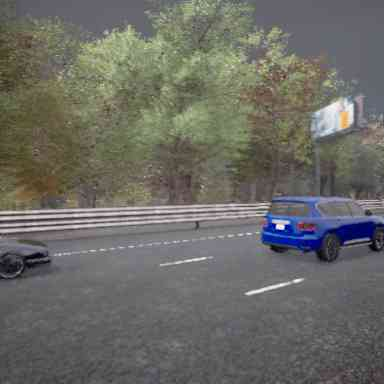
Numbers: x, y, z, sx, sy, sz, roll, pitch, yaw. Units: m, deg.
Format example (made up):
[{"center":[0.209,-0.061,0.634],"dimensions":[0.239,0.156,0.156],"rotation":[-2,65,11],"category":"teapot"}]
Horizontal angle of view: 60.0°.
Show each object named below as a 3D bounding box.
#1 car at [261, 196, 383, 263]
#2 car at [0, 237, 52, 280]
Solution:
[{"center":[4.921,1.184,12.099],"dimensions":[5.566,2.045,2.150],"rotation":[0,0,-37],"category":"car"},{"center":[-6.344,1.493,7.965],"dimensions":[5.357,1.411,2.033],"rotation":[0,0,-37],"category":"car"}]
